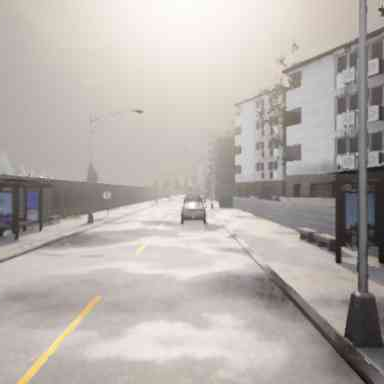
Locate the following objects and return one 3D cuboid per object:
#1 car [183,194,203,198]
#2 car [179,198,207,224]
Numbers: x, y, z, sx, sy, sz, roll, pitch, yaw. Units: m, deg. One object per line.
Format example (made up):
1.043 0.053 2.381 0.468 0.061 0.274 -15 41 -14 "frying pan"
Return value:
0.115 1.206 38.017 2.150 2.045 5.566 0 0 0 "car"
0.108 1.481 24.507 2.128 1.511 4.902 0 0 0 "car"
